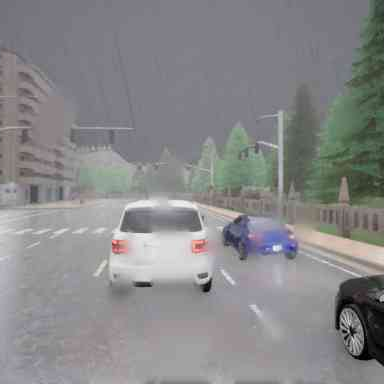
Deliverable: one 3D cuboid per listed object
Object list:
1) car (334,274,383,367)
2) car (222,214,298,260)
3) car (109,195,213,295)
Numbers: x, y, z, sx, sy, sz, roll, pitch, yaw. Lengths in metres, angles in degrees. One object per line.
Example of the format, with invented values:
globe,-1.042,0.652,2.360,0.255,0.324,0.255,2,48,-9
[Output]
car,3.125,1.492,3.080,2.128,1.511,4.902,0,0,-3
car,2.354,1.526,12.308,1.812,1.442,4.674,0,0,-6
car,-0.793,1.221,8.951,2.150,2.045,5.566,0,0,-5
